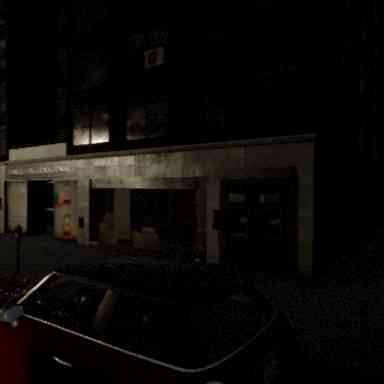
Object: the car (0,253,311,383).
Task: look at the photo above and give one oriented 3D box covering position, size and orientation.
[{"bbox_3d":[-0.957,1.443,3.751,4.097,1.590,1.967,0,1,35],"label":"car"}]
